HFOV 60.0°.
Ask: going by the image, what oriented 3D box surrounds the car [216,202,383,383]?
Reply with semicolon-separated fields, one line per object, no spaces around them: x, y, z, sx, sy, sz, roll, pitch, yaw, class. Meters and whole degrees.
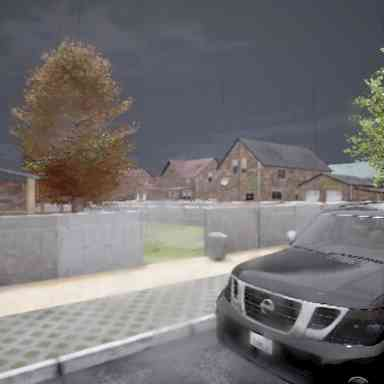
2.961;1.204;5.060;5.566;2.045;2.150;0;0;-35;car
